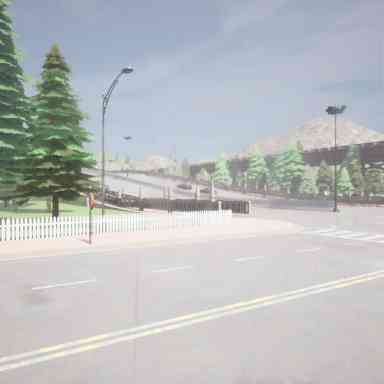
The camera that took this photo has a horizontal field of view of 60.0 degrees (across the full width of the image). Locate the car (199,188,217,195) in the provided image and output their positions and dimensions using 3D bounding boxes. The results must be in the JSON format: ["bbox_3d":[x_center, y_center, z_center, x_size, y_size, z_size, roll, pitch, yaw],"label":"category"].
[{"bbox_3d":[3.467,-0.204,70.502,1.812,1.442,4.674,0,7,-34],"label":"car"}]

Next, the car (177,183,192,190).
[{"bbox_3d":[-1.795,-1.376,78.239,2.128,1.511,4.902,0,7,-34],"label":"car"}]
